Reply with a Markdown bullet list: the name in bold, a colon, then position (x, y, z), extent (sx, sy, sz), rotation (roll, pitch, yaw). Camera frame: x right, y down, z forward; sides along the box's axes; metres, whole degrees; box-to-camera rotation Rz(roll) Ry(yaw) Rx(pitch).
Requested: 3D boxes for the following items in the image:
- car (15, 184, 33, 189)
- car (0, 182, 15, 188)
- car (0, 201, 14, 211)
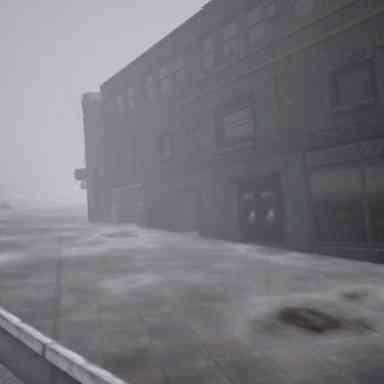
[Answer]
- **car**: position (-43.002, -1.104, 83.286), extent (2.163, 1.488, 4.792), rotation (-5, -3, 17)
- **car**: position (-44.744, -1.443, 77.838), extent (2.185, 1.767, 4.553), rotation (-5, -3, 19)
- **car**: position (-27.281, 2.027, 47.166), extent (1.837, 1.490, 4.892), rotation (-4, 0, 1)
